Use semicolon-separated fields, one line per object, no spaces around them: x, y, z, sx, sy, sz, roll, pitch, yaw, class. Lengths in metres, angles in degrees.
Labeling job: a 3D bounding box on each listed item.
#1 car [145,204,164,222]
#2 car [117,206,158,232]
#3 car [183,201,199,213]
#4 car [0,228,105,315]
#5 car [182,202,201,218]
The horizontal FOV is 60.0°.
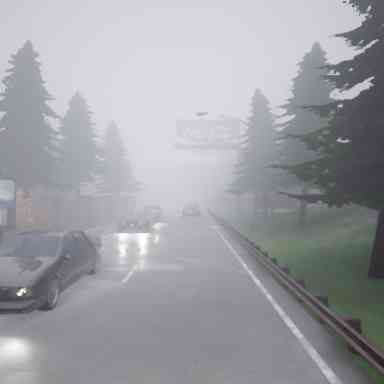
-3.685;1.883;30.685;1.837;1.490;4.892;0;-1;0;car
-3.625;1.837;22.049;1.994;1.385;4.181;0;-1;0;car
-0.110;2.055;45.865;2.128;1.511;4.902;0;-1;0;car
-3.633;1.650;8.238;2.033;1.411;5.357;0;-1;0;car
-0.059;2.004;35.807;1.994;1.385;4.181;0;-1;-1;car
